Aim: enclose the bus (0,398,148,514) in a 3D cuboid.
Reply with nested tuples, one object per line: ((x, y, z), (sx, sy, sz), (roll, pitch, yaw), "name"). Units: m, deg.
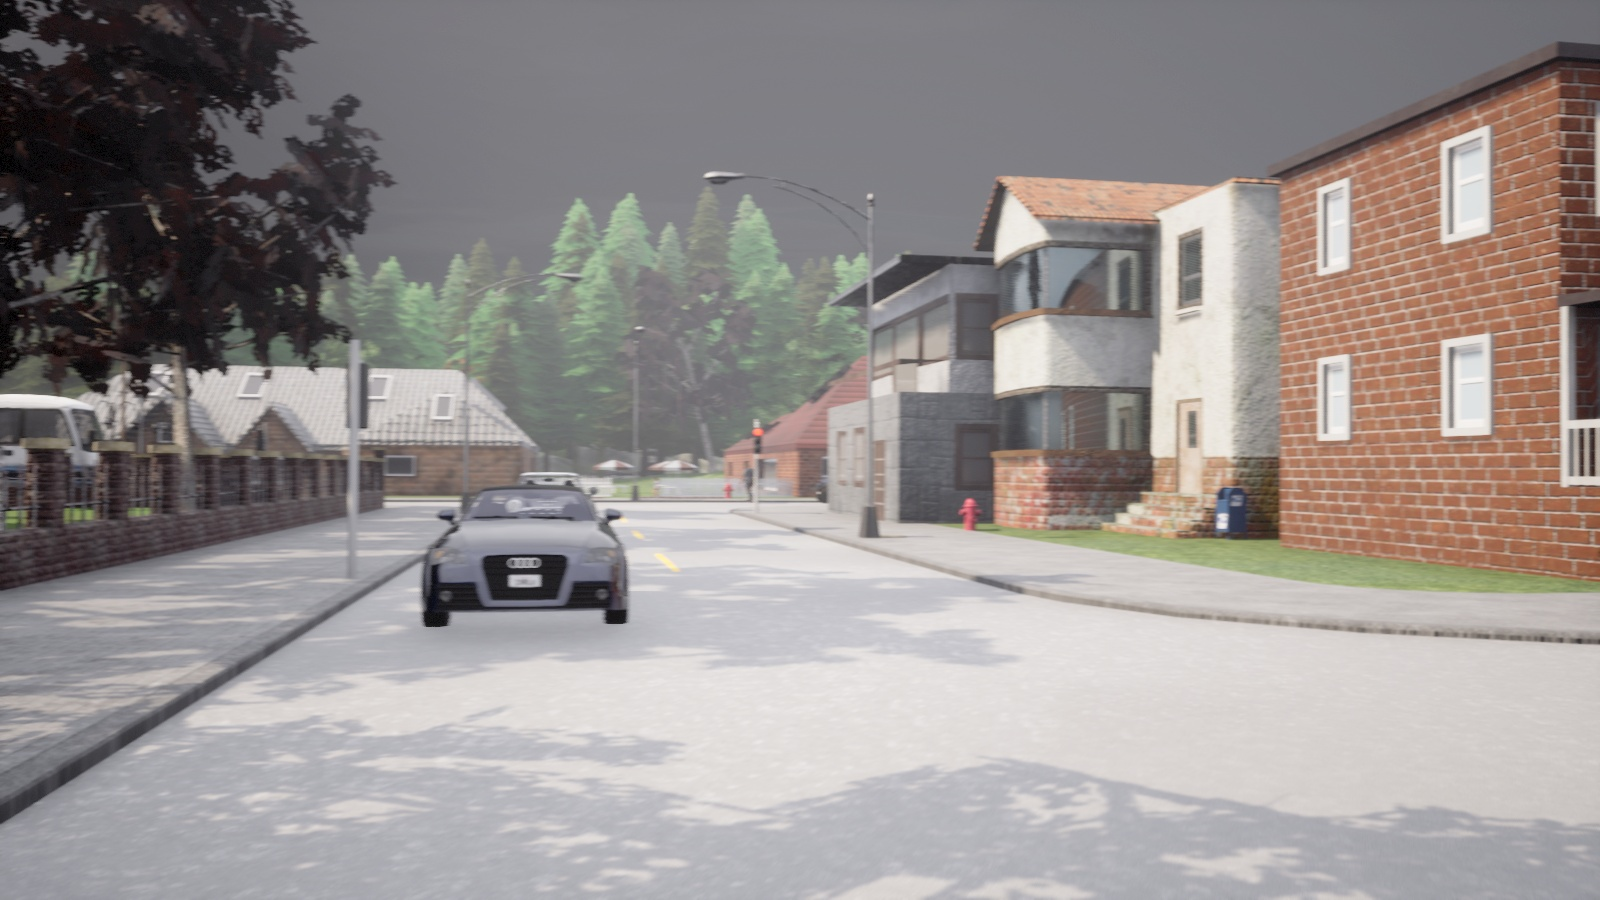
((-31.106, 0.249, 48.008), (10.273, 4.253, 3.944), (0, -1, -11), "bus")

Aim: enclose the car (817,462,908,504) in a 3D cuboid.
((2.881, 1.513, 58.226), (3.866, 1.878, 1.905), (0, -1, -10), "car")

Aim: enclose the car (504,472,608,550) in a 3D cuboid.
((-5.020, 1.194, 25.996), (1.970, 1.475, 3.806), (0, -1, -10), "car")

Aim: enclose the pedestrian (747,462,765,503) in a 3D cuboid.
((-2.012, 1.484, 57.235), (0.540, 1.848, 0.694), (1, -1, -37), "pedestrian")

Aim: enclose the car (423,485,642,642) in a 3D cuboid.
((-2.837, 1.097, 13.746), (1.994, 1.385, 4.181), (0, -1, -10), "car")
